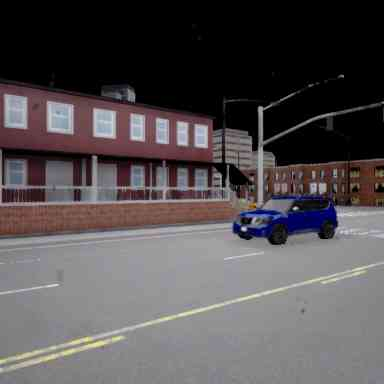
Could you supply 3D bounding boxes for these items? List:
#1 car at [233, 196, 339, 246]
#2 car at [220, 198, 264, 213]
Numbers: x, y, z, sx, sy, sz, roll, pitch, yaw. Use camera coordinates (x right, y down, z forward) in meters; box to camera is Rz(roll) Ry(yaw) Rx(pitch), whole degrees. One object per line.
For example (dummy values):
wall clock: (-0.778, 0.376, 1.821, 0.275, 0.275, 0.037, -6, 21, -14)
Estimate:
car: (4.521, 1.219, 15.607, 5.566, 2.045, 2.150, 0, 0, -33)
car: (5.542, 1.472, 37.289, 1.882, 1.535, 5.008, 0, 0, -36)
